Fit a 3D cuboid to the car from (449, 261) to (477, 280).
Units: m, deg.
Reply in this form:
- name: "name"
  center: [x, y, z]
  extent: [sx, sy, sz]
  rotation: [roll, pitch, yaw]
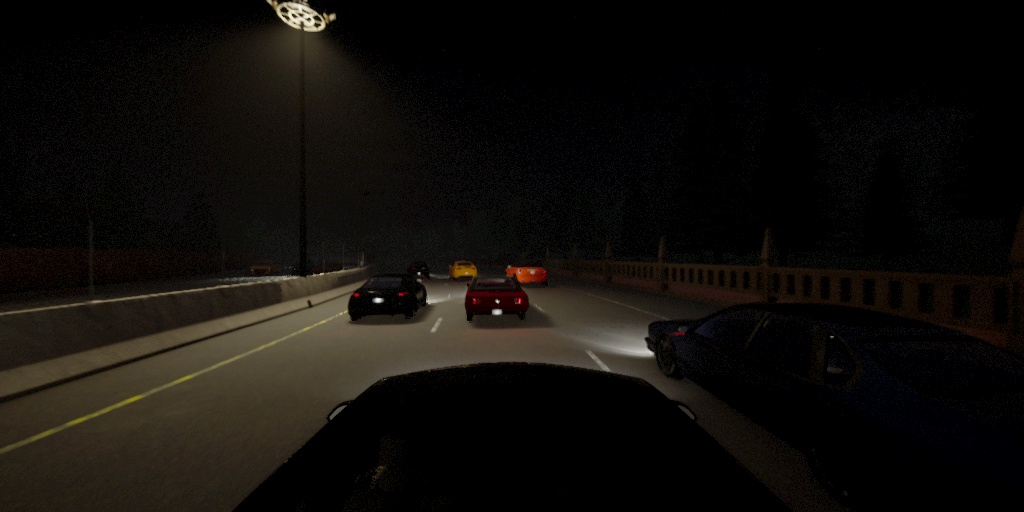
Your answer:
- name: "car"
  center: [-4.197, 1.166, 30.189]
  extent: [1.882, 1.535, 5.008]
  rotation: [0, 0, -16]

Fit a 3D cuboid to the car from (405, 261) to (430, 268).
- name: "car"
  center: [-8.487, 1.205, 32.307]
  extent: [1.837, 1.490, 4.892]
  rotation: [0, 0, -17]

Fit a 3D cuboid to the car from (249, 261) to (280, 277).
- name: "car"
  center: [-25.252, 1.232, 36.711]
  extent: [1.882, 1.535, 5.008]
  rotation: [0, 0, -23]

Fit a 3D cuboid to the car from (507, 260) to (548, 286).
- name: "car"
  center: [0.856, 1.036, 24.455]
  extent: [2.097, 1.767, 4.553]
  rotation: [0, 0, -12]

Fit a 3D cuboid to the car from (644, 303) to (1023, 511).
- name: "car"
  center: [3.455, 1.277, 4.233]
  extent: [2.033, 1.411, 5.357]
  rotation: [0, 0, -2]

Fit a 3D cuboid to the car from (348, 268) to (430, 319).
- name: "car"
  center: [-4.244, 1.300, 12.788]
  extent: [1.994, 1.385, 4.181]
  rotation: [0, 0, -6]

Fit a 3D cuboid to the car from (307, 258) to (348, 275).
- name: "car"
  center: [-15.254, 1.211, 29.921]
  extent: [1.882, 1.535, 5.008]
  rotation: [0, 0, -18]

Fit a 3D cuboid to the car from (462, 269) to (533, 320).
- name: "car"
  center: [-0.655, 1.324, 12.548]
  extent: [1.895, 1.301, 4.718]
  rotation: [0, 0, -6]

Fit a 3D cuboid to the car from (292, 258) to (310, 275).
- name: "car"
  center: [-22.248, 1.242, 38.562]
  extent: [1.837, 1.490, 4.892]
  rotation: [0, 0, -23]
